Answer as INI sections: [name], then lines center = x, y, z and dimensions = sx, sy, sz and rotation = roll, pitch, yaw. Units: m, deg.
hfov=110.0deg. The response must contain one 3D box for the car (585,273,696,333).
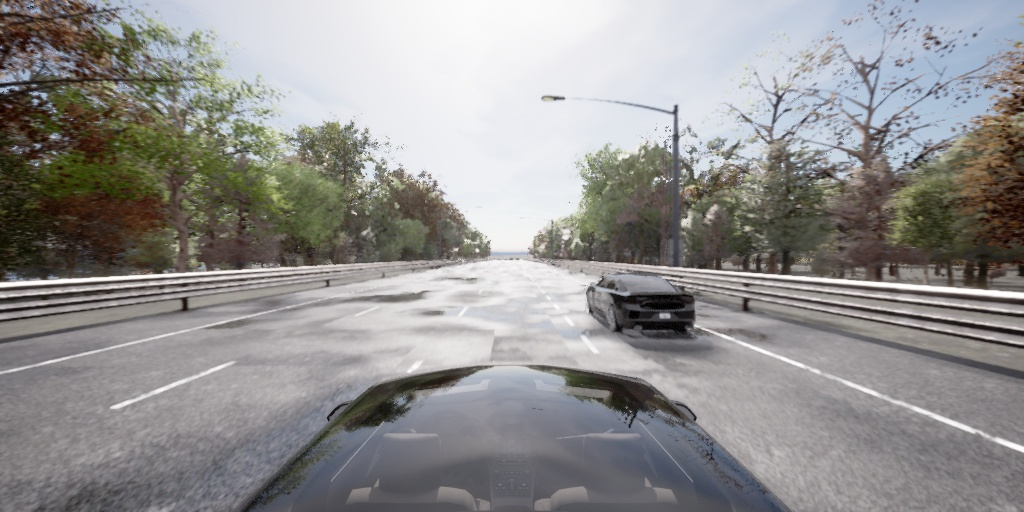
[car]
center = 3.517, 1.232, 10.733
dimensions = 1.882, 1.535, 5.008
rotation = 0, 0, 0
